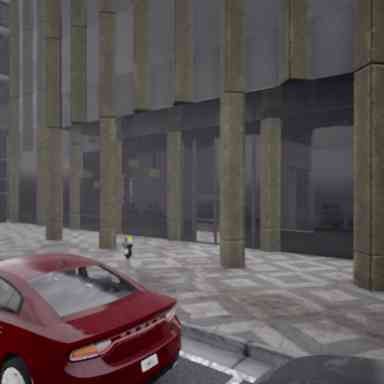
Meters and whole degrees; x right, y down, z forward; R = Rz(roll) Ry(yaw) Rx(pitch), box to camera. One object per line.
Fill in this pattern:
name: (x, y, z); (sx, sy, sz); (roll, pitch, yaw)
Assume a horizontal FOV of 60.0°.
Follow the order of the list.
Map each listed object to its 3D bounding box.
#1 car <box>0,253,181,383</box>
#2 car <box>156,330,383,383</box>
car: (-2.223, 1.536, 4.580); (4.507, 1.381, 1.887); (0, 0, 36)
car: (2.184, 1.553, 1.395); (4.403, 1.369, 2.008); (0, 0, 36)
